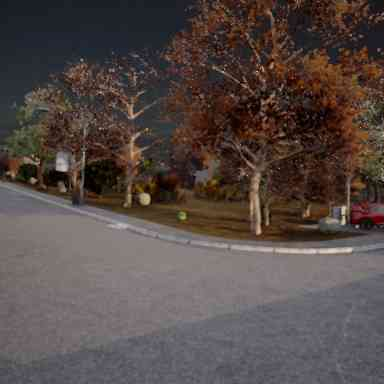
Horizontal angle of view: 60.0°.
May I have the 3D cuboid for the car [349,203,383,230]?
[{"bbox_3d":[14.886,1.892,24.994,5.566,2.045,2.435,0,-2,31],"label":"car"}]
